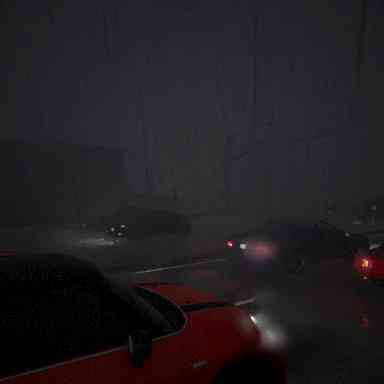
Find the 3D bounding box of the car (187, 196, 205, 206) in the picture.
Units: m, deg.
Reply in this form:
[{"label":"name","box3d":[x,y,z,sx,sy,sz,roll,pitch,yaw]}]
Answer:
[{"label":"car","box3d":[-0.599,1.547,55.947,2.033,1.411,5.357,0,0,-36]}]

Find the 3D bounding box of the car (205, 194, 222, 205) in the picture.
[{"label":"car","box3d":[2.402,1.547,57.774,2.033,1.411,5.357,0,0,-36]}]

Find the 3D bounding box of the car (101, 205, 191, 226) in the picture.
[{"label":"car","box3d":[-2.058,1.564,16.643,4.181,1.385,1.994,0,0,-35]}]

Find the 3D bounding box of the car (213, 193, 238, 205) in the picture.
[{"label":"car","box3d":[5.658,1.222,59.262,2.150,2.045,5.566,0,0,-36]}]

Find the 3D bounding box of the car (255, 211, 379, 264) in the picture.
[{"label":"car","box3d":[3.481,1.547,10.569,5.357,1.411,2.033,0,0,-35]}]

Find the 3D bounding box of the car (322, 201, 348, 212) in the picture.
[{"label":"car","box3d":[14.967,1.601,33.063,4.718,1.301,1.895,0,0,-35]}]

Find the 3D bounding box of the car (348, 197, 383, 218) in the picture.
[{"label":"car","box3d":[16.508,1.352,29.863,4.553,1.767,2.097,0,0,-35]}]

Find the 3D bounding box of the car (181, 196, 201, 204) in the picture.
[{"label":"car","box3d":[-0.218,1.564,67.418,1.994,1.385,4.181,0,0,-37]}]

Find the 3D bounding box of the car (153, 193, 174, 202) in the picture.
[{"label":"car","box3d":[-6.493,1.225,76.104,2.150,2.045,5.566,0,0,-36]}]

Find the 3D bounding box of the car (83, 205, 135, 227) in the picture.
[{"label":"car","box3d":[-3.983,1.526,19.569,4.674,1.442,1.812,0,0,-35]}]

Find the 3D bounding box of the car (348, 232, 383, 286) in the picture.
[{"label":"car","box3d":[6.052,1.601,8.097,4.718,1.301,1.895,0,0,-35]}]

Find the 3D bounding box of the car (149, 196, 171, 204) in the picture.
[{"label":"car","box3d":[-6.182,1.505,63.688,1.837,1.490,4.892,0,0,-36]}]

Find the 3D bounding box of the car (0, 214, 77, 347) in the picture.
[{"label":"car","box3d":[-4.339,1.352,4.953,4.553,1.767,2.097,0,0,-35]}]

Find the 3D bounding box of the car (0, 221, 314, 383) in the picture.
[{"label":"car","box3d":[-1.281,1.352,2.833,4.553,1.767,2.097,0,0,-35]}]

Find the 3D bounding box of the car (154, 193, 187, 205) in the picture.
[{"label":"car","box3d":[-3.632,1.221,54.163,2.150,2.045,5.566,0,0,-35]}]
